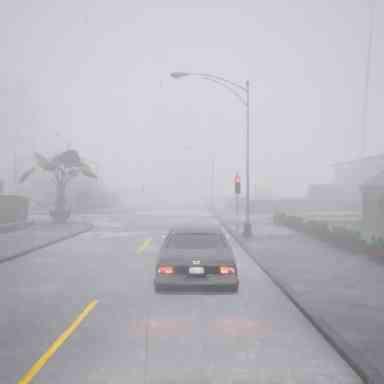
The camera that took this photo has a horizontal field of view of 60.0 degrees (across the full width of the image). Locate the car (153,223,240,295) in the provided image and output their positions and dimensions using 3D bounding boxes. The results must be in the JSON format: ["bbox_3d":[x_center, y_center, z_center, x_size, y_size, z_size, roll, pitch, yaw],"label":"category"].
[{"bbox_3d":[0.100,1.547,8.879,2.033,1.411,5.357,0,0,0],"label":"car"}]

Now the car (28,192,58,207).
[{"bbox_3d":[-19.744,0.985,43.924,1.905,1.878,3.866,0,0,35],"label":"car"}]
